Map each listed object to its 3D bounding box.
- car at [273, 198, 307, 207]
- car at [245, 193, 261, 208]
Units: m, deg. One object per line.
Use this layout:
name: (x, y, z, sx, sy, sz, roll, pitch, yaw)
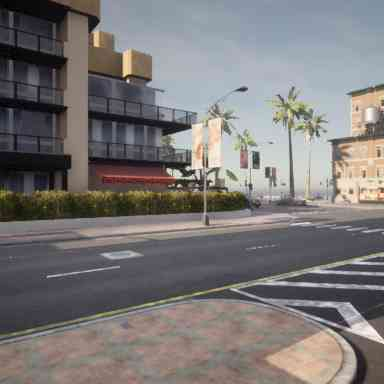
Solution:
car: (14.702, 1.547, 50.235, 2.033, 1.411, 5.357, 0, 0, -35)
car: (7.430, 1.221, 48.080, 2.150, 2.045, 5.566, 0, 0, -35)
